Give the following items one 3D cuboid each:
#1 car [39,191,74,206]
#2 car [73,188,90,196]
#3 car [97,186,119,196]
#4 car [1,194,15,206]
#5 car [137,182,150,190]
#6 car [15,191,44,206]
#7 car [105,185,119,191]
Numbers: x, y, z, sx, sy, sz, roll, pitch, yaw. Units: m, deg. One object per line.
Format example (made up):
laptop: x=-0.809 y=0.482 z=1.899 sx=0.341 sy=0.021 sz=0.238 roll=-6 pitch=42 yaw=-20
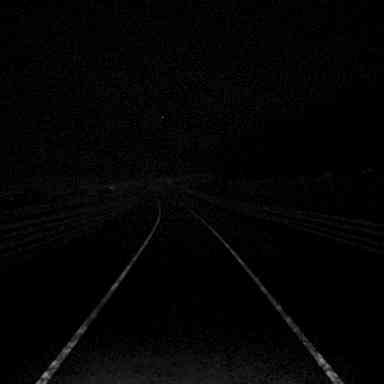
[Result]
car: x=-20.404 y=1.213 z=50.451 sx=1.837 sy=1.490 sz=4.892 roll=0 pitch=4 yaw=10
car: x=-23.730 y=-0.193 z=71.306 sx=2.097 sy=1.767 sz=4.553 roll=0 pitch=4 yaw=10
car: x=-17.193 y=0.094 z=68.134 sx=2.128 sy=1.511 sz=4.902 roll=0 pitch=4 yaw=10
car: x=-27.297 y=1.021 z=51.668 sx=2.097 sy=1.767 sz=4.553 roll=0 pitch=4 yaw=10
car: x=-13.266 y=-1.288 z=89.748 sx=1.882 sy=1.535 sz=5.008 roll=0 pitch=4 yaw=10
car: x=-23.844 y=0.886 z=51.087 sx=2.150 sy=2.045 sz=5.566 roll=0 pitch=4 yaw=10
car: x=-20.829 y=-1.058 z=87.282 sx=1.812 sy=1.442 sz=4.674 roll=0 pitch=4 yaw=10
